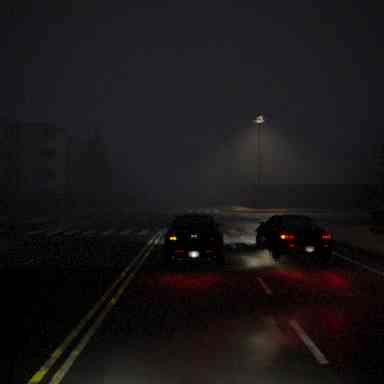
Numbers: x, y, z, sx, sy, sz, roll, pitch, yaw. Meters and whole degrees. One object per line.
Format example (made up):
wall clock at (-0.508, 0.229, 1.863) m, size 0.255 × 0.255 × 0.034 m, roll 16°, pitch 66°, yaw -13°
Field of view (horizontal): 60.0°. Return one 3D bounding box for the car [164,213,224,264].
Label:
car at (0.072, 1.519, 11.855) m, size 1.837 × 1.490 × 4.892 m, roll 0°, pitch 0°, yaw 0°

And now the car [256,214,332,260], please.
car at (3.597, 1.541, 12.325) m, size 1.812 × 1.442 × 4.674 m, roll 0°, pitch 0°, yaw 1°
